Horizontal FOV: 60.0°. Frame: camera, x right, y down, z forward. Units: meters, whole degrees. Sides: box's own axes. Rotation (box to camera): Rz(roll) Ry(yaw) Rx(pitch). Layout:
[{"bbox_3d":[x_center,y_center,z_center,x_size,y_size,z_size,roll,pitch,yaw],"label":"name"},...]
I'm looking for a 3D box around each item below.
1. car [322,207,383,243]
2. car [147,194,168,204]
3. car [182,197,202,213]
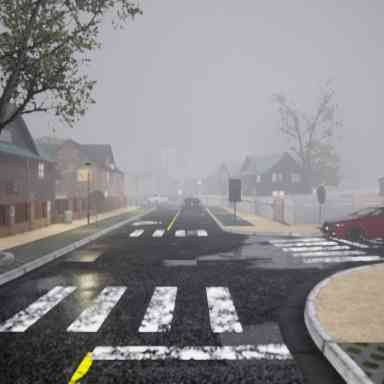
[{"bbox_3d":[7.810,1.339,14.210,4.181,1.385,1.994,-1,0,3],"label":"car"},{"bbox_3d":[-6.774,1.351,65.218,2.150,2.045,5.566,0,0,-34],"label":"car"},{"bbox_3d":[0.011,1.330,36.234,2.097,1.767,4.553,0,0,0],"label":"car"}]
